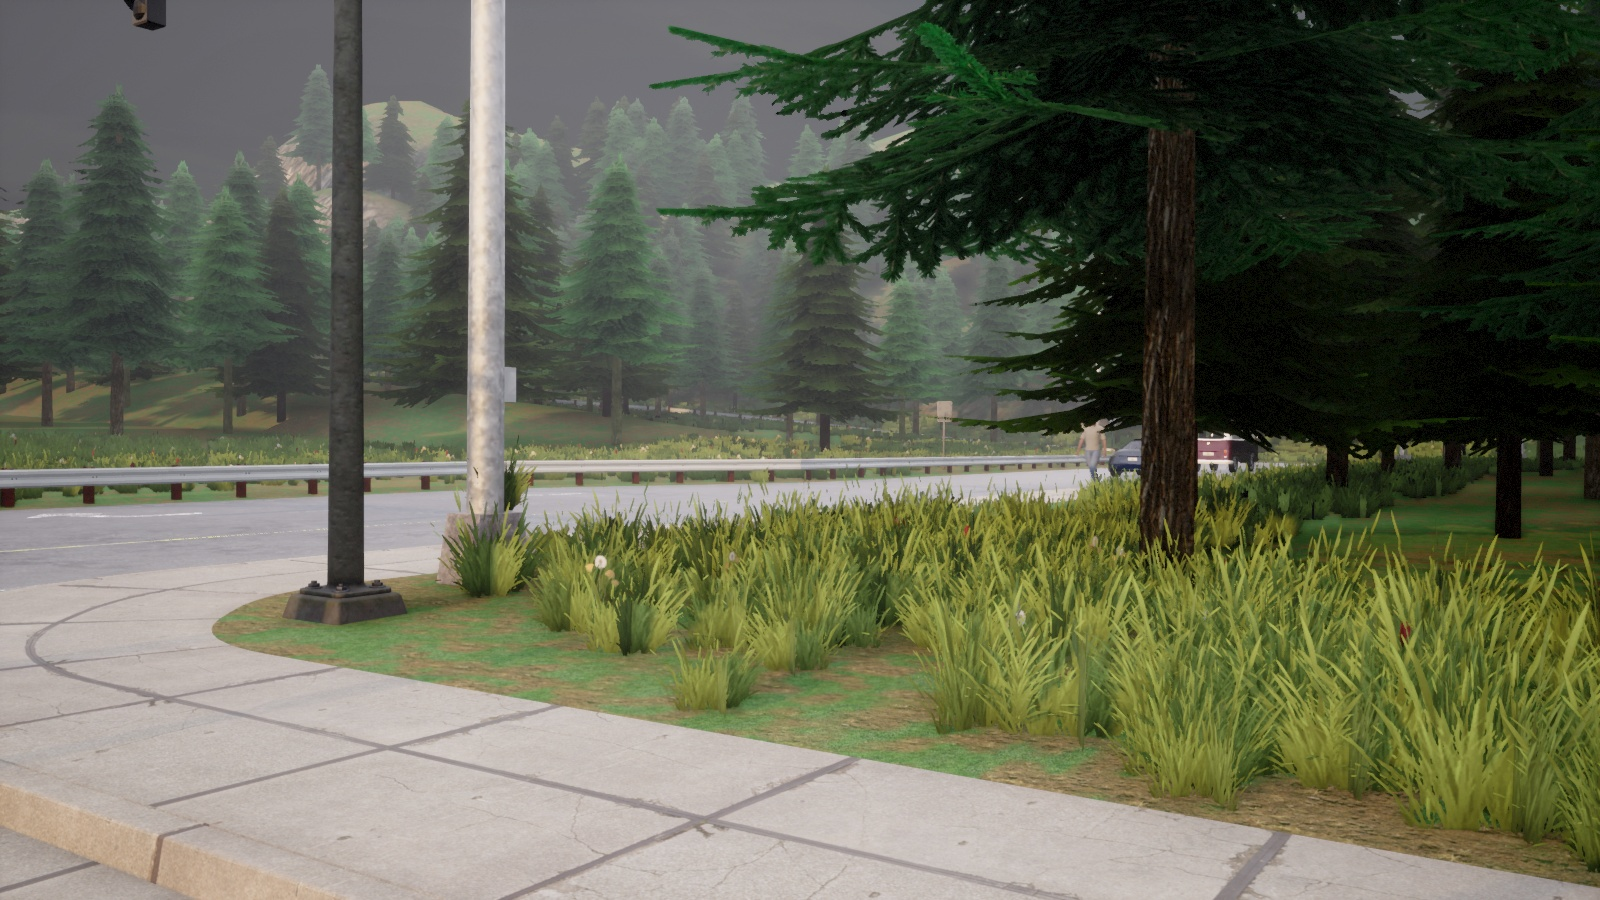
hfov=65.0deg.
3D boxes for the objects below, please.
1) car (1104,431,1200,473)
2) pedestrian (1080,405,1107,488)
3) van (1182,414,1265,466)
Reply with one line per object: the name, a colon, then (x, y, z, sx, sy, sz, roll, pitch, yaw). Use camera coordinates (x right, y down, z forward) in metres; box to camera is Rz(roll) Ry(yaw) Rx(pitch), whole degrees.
car: (12.544, 0.046, 44.617, 1.994, 1.385, 4.181, 0, 1, 35)
pedestrian: (6.614, -0.079, 28.280, 0.354, 1.836, 0.706, 0, 1, 36)
van: (17.456, -0.436, 51.694, 2.069, 2.038, 4.480, 0, 1, 35)
